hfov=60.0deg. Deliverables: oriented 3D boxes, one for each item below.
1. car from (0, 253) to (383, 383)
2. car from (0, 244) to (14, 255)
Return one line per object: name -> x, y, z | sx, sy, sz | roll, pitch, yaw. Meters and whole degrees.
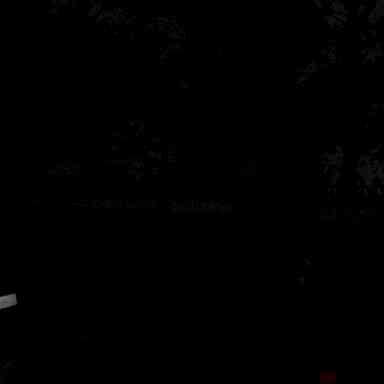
car -> 0.268, 1.433, 2.531 | 4.097, 1.590, 1.967 | 0, 0, 36
car -> -4.246, 1.524, 5.752 | 4.313, 1.339, 1.947 | 0, 0, 36
